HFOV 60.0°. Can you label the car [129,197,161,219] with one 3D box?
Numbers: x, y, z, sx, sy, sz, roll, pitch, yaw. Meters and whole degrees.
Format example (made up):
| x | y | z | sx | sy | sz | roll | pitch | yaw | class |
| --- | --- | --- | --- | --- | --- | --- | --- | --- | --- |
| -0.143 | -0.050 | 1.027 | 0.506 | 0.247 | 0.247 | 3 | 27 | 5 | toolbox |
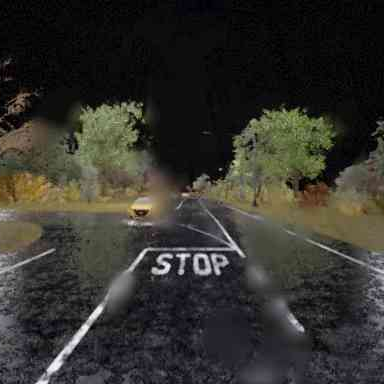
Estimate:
| x | y | z | sx | sy | sz | roll | pitch | yaw | class |
| --- | --- | --- | --- | --- | --- | --- | --- | --- | --- |
| -3.492 | 1.161 | 25.344 | 1.882 | 1.535 | 5.008 | 1 | 0 | 0 | car |
